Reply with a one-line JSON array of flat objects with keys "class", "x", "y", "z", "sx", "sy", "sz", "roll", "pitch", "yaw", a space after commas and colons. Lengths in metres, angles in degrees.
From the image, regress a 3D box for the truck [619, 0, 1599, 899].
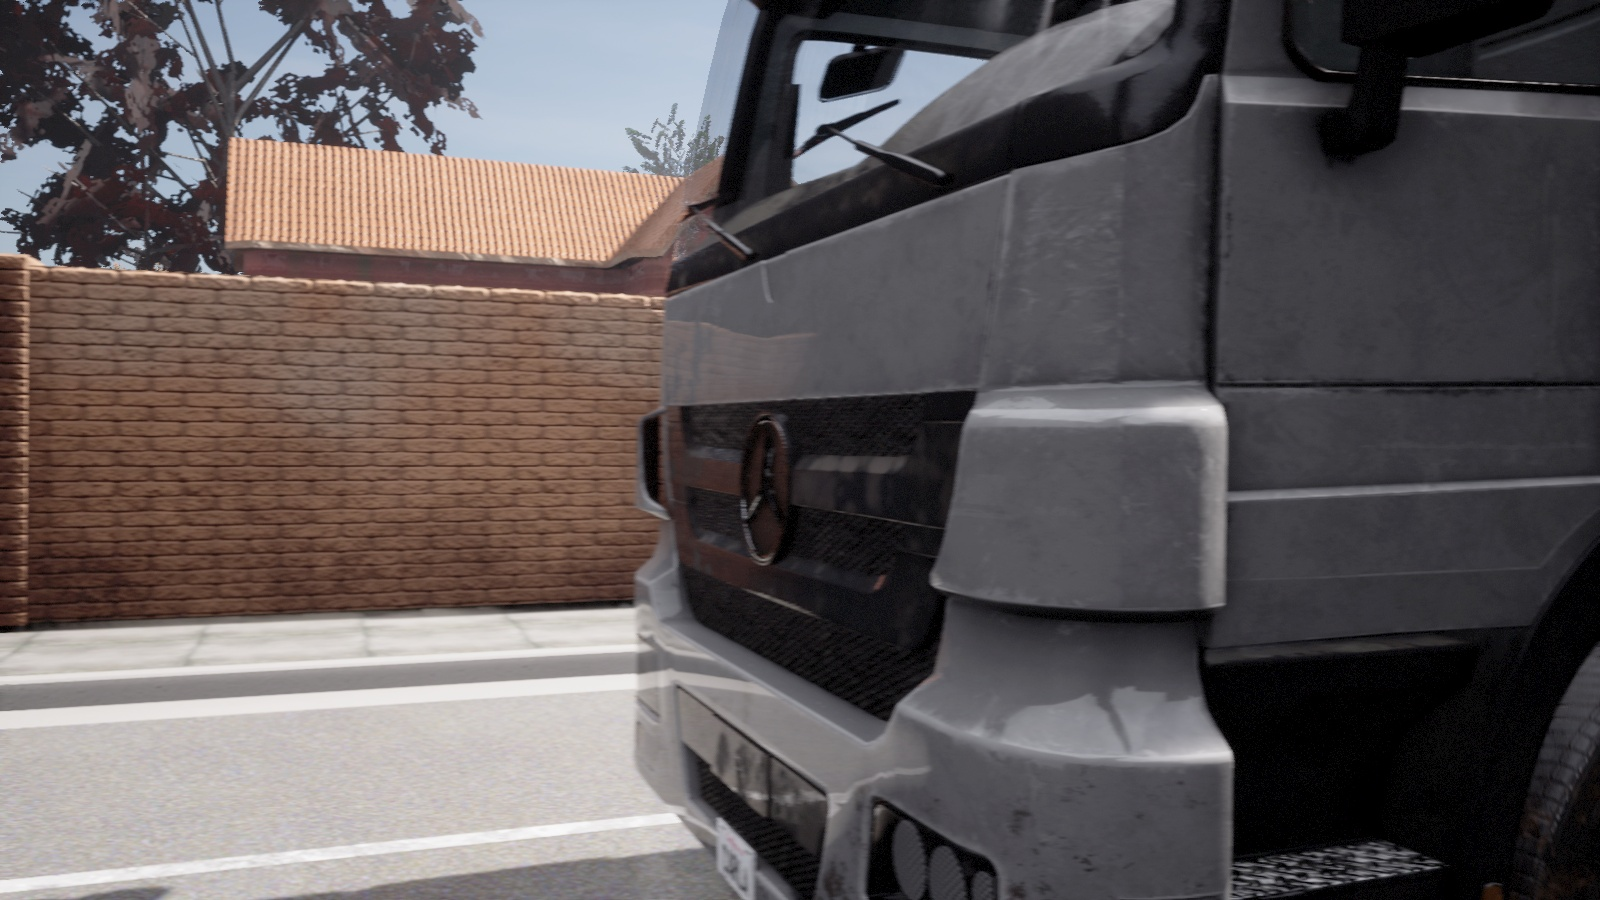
[{"class": "truck", "x": 3.592, "y": -0.300, "z": 4.591, "sx": 7.936, "sy": 3.462, "sz": 2.891, "roll": -1, "pitch": 1, "yaw": -21}]
